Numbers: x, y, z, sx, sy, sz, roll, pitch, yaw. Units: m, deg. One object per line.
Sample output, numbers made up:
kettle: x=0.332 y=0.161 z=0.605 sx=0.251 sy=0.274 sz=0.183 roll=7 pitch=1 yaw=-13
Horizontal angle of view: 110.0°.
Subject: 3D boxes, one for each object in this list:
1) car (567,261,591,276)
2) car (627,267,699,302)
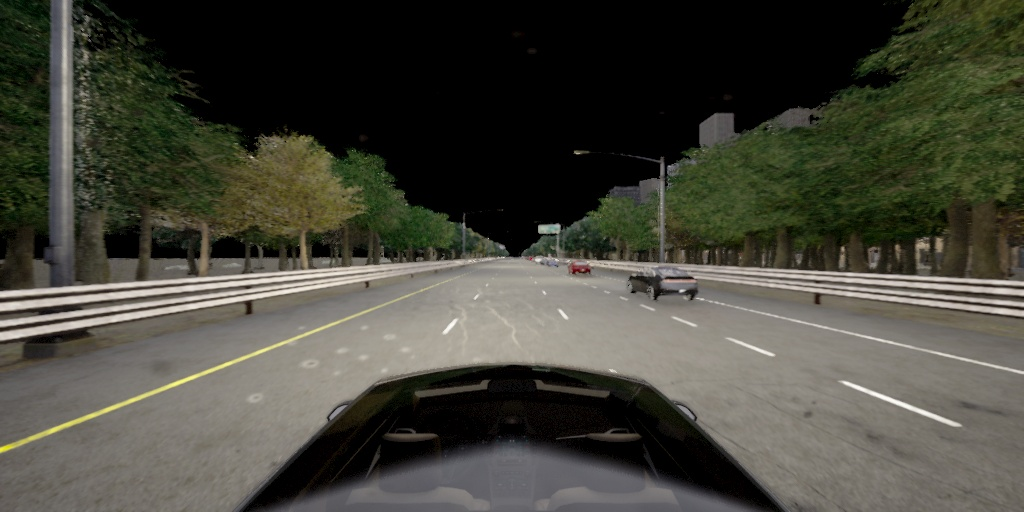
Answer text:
car: x=7.070 y=1.250 z=38.206 sx=1.882 sy=1.535 sz=5.008 roll=0 pitch=0 yaw=0
car: x=7.011 y=1.246 z=17.202 sx=2.128 sy=1.511 sz=4.902 roll=0 pitch=0 yaw=0
